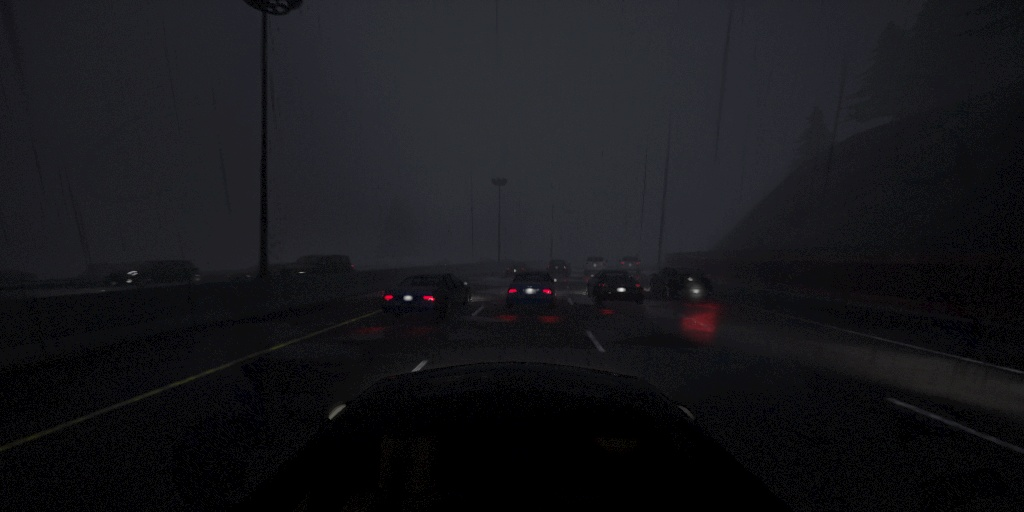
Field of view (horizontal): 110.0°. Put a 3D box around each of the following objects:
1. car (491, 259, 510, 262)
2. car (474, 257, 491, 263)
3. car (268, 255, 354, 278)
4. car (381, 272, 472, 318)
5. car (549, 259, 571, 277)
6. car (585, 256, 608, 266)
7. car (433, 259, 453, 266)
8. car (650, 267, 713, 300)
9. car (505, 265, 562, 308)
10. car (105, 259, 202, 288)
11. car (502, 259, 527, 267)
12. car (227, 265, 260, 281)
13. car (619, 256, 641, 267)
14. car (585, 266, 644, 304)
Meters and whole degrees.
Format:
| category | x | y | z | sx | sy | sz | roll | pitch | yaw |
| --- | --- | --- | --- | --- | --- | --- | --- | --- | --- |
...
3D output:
| category | x | y | z | sx | sy | sz | roll | pitch | yaw |
| --- | --- | --- | --- | --- | --- | --- | --- | --- | --- |
| car | -1.269 | 1.198 | 61.639 | 1.882 | 1.535 | 5.008 | 0 | 0 | 24 |
| car | -4.407 | 1.189 | 63.198 | 1.882 | 1.535 | 5.008 | 0 | 0 | 24 |
| car | -12.400 | 0.928 | 22.840 | 2.150 | 2.045 | 5.566 | 0 | 0 | 9 |
| car | -2.829 | 1.285 | 13.002 | 2.033 | 1.411 | 5.357 | 0 | 0 | 5 |
| car | 4.734 | 1.101 | 35.827 | 2.097 | 1.767 | 4.553 | 0 | 0 | 14 |
| car | 9.044 | 0.982 | 38.427 | 2.150 | 2.045 | 5.566 | 0 | 0 | 16 |
| car | -12.078 | 1.254 | 63.074 | 1.994 | 1.385 | 4.181 | 0 | 0 | 22 |
| car | 8.326 | 1.272 | 17.996 | 1.837 | 1.490 | 4.892 | 0 | 0 | 7 |
| car | 0.891 | 1.294 | 15.102 | 2.033 | 1.411 | 5.357 | 0 | 0 | 6 |
| car | -22.925 | 1.028 | 23.139 | 2.097 | 1.767 | 4.553 | 0 | 0 | 8 |
| car | 0.742 | 1.302 | 34.286 | 1.994 | 1.385 | 4.181 | 0 | 0 | 14 |
| car | -15.852 | 1.222 | 23.311 | 1.812 | 1.442 | 4.674 | 0 | 0 | 9 |
| car | 13.503 | 0.993 | 41.026 | 2.150 | 2.045 | 5.566 | 0 | 0 | 18 |
| car | 4.598 | 1.321 | 16.359 | 1.994 | 1.385 | 4.181 | 0 | 0 | 6 |
